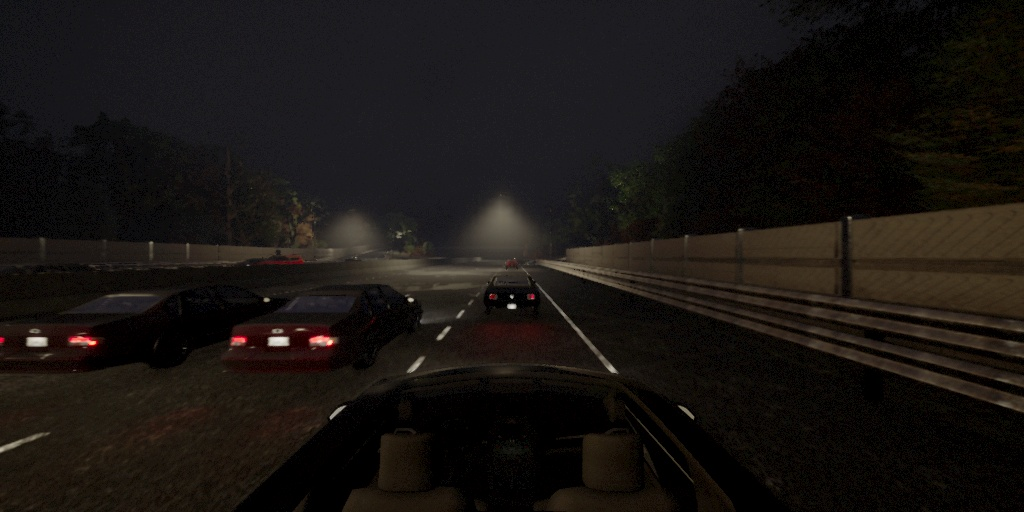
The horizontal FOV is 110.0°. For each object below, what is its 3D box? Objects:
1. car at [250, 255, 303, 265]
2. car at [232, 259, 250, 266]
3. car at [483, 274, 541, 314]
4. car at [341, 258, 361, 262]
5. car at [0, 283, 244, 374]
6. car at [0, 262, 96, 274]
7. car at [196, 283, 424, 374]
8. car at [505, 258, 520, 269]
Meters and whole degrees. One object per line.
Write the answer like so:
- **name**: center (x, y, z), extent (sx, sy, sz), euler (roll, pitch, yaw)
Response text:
- **car**: center (-24.560, 0.939, 38.172), extent (2.150, 2.045, 5.566), euler (0, 0, 1)
- **car**: center (-28.070, 1.069, 38.865), extent (2.097, 1.767, 4.553), euler (0, 0, 0)
- **car**: center (-0.001, 1.330, 13.676), extent (1.895, 1.301, 4.718), euler (0, 0, 0)
- **car**: center (-21.016, 1.079, 46.655), extent (2.097, 1.767, 4.553), euler (0, -1, 0)
- **car**: center (-6.902, 1.286, 7.721), extent (2.033, 1.411, 5.357), euler (0, 0, 0)
- **car**: center (-21.094, 1.078, 15.761), extent (2.097, 1.767, 4.553), euler (0, 0, 0)
- **car**: center (-3.400, 1.286, 7.730), extent (2.033, 1.411, 5.357), euler (0, 0, 0)
- **car**: center (-0.007, 1.252, 56.300), extent (1.812, 1.442, 4.674), euler (0, 0, 0)
